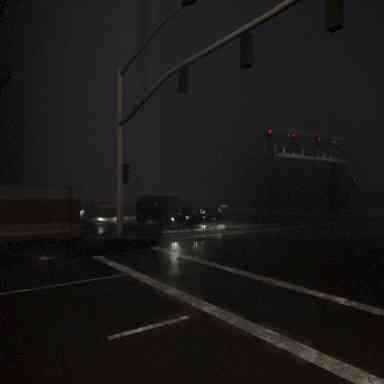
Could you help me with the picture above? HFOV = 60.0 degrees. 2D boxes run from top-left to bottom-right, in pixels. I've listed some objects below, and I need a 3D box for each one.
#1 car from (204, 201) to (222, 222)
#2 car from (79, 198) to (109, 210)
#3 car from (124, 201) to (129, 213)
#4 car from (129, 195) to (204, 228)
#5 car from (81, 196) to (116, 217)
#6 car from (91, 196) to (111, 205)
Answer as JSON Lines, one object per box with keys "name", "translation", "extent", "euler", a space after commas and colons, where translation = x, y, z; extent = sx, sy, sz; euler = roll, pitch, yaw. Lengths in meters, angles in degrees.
{"name": "car", "translation": [0.277, 1.351, 25.487], "extent": [2.097, 1.767, 4.553], "euler": [0, 0, -36]}
{"name": "car", "translation": [-13.035, 1.547, 44.002], "extent": [2.033, 1.411, 5.357], "euler": [0, 0, -36]}
{"name": "car", "translation": [-5.889, 1.600, 34.047], "extent": [1.895, 1.301, 4.718], "euler": [0, 0, -36]}
{"name": "car", "translation": [-1.882, 1.223, 22.472], "extent": [2.150, 2.045, 5.566], "euler": [0, 0, -36]}
{"name": "car", "translation": [-8.843, 1.477, 32.161], "extent": [1.882, 1.535, 5.008], "euler": [0, 0, -36]}
{"name": "car", "translation": [-16.830, 1.476, 61.608], "extent": [1.882, 1.535, 5.008], "euler": [0, 0, -36]}
